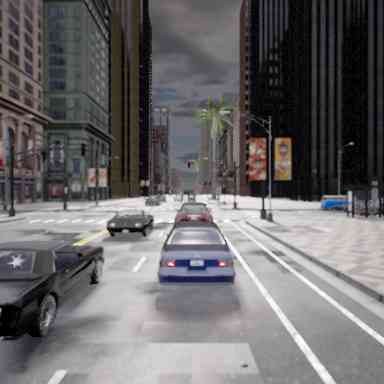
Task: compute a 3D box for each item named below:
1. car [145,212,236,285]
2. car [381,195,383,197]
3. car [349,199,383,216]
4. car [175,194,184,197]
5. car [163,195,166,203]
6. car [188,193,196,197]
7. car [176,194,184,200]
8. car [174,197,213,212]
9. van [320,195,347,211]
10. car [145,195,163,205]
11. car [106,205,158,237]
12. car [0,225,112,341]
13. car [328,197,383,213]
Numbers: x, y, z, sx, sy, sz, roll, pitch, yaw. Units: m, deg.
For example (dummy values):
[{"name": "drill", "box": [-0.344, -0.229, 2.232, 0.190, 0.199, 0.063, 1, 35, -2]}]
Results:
[{"name": "car", "box": [0.097, 1.542, 9.489, 2.033, 1.411, 5.357, 0, 0, 0]}, {"name": "car", "box": [22.721, 1.267, 38.674, 5.009, 1.841, 2.192, 0, 0, 0]}, {"name": "car", "box": [17.053, 1.535, 30.145, 4.403, 1.369, 2.008, 0, 0, 0]}, {"name": "car", "box": [-3.299, 1.486, 80.926, 1.812, 1.442, 4.674, 0, 0, 0]}, {"name": "car", "box": [-6.543, 1.473, 71.245, 1.837, 1.490, 4.892, 0, 0, 0]}, {"name": "car", "box": [-0.049, 1.501, 80.929, 2.033, 1.411, 5.357, 0, 0, 0]}, {"name": "car", "box": [-3.305, 1.276, 90.930, 1.882, 1.535, 5.008, 0, 0, 0]}, {"name": "car", "box": [0.108, 1.343, 18.932, 2.097, 1.767, 4.553, 0, 0, 0]}, {"name": "van", "box": [17.043, 1.297, 38.669, 3.998, 1.788, 1.690, 0, 0, 0]}, {"name": "car", "box": [-6.608, 1.330, 55.820, 2.097, 1.767, 4.553, 0, 0, 0]}, {"name": "car", "box": [-3.165, 1.593, 18.027, 1.895, 1.301, 4.718, 0, 0, 0]}, {"name": "car", "box": [-3.153, 1.598, 6.542, 1.895, 1.301, 4.718, 0, 0, 0]}, {"name": "car", "box": [18.044, 1.511, 36.009, 5.357, 1.411, 2.033, 0, 0, 0]}]
